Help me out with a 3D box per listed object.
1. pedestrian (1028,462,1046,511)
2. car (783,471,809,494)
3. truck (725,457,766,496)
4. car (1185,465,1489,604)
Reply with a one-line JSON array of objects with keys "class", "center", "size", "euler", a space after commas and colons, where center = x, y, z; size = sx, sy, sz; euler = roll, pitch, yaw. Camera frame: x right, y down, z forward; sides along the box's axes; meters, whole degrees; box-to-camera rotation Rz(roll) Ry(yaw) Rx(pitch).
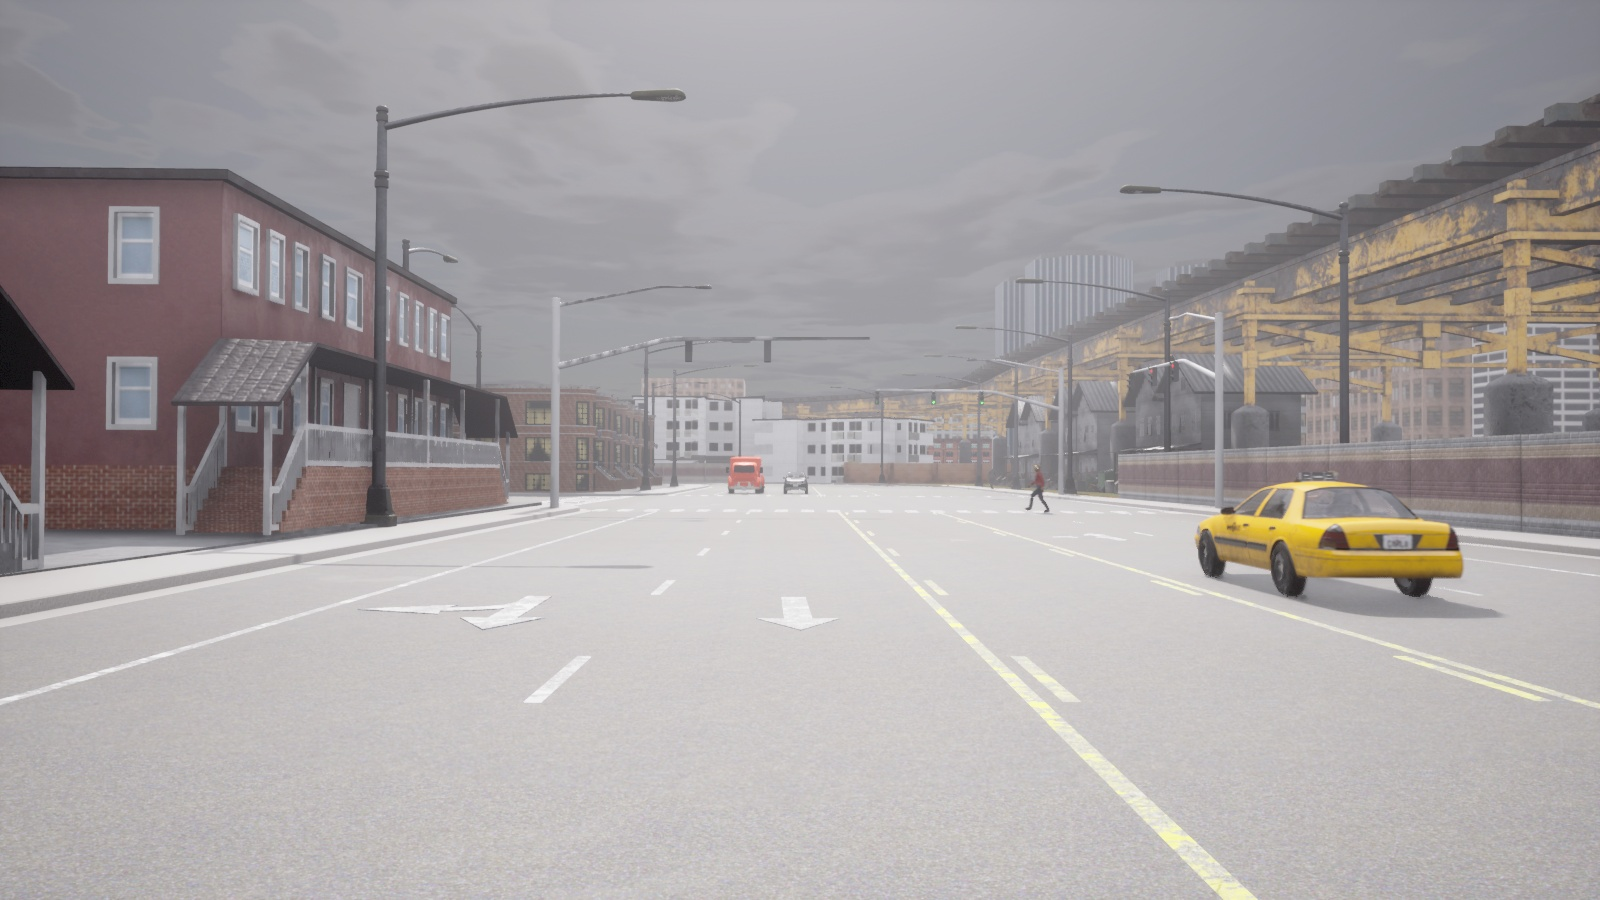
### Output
[{"class": "pedestrian", "center": [8.953, 1.365, 47.422], "size": [0.636, 1.846, 0.331], "euler": [0, -1, 8]}, {"class": "car", "center": [-0.259, 2.240, 86.340], "size": [1.789, 1.549, 3.705], "euler": [0, -1, 0]}, {"class": "truck", "center": [-3.769, 1.773, 87.339], "size": [2.627, 2.467, 5.204], "euler": [0, 1, 0]}, {"class": "car", "center": [6.947, 1.011, 17.007], "size": [1.801, 1.575, 5.366], "euler": [0, -1, 0]}]
